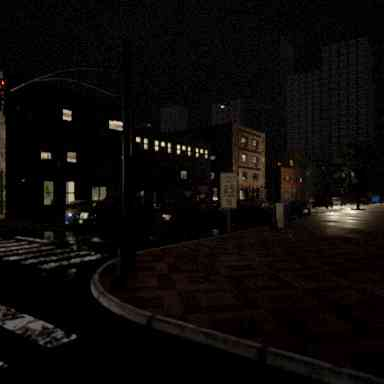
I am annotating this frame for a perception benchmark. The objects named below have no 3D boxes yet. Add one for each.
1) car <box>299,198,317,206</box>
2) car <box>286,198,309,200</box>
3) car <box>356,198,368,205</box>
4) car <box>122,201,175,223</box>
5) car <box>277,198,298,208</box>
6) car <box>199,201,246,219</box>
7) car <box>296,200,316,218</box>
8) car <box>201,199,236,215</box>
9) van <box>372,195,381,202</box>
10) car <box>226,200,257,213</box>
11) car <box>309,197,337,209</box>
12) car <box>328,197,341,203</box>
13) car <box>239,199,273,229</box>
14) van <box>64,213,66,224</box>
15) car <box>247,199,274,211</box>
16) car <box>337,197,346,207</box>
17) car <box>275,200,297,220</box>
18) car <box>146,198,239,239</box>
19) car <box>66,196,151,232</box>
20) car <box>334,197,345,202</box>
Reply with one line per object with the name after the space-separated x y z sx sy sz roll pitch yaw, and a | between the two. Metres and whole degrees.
22.078 1.828 63.158 2.008 1.369 4.403 -1 -1 35 | car
15.181 1.796 48.751 1.895 1.301 4.718 0 0 35 | car
32.111 1.808 62.830 2.008 1.369 4.403 -1 -1 35 | car
-3.446 1.543 27.082 1.967 1.590 4.097 -1 -1 35 | car
15.598 1.754 54.000 1.752 1.417 4.829 -1 -1 35 | car
3.042 1.663 31.761 2.033 1.411 5.357 0 0 35 | car
9.778 1.664 31.263 1.947 1.339 4.313 -1 -1 35 | car
2.935 1.582 36.102 1.967 1.590 4.097 -1 -1 35 | car
44.872 1.701 80.871 1.690 1.788 3.998 -1 -1 35 | van
6.125 1.713 40.610 2.008 1.369 4.403 -1 -1 35 | car
19.536 1.545 49.533 2.097 1.767 4.553 0 0 35 | car
34.840 1.927 81.196 2.008 1.369 4.403 -1 -1 35 | car
3.396 1.374 22.246 2.192 1.841 5.009 -1 -1 35 | car
-6.637 1.426 22.573 1.690 1.788 3.998 -1 -1 35 | van
9.316 1.734 45.120 2.008 1.369 4.403 -1 -1 35 | car
25.403 1.837 57.825 1.895 1.301 4.718 0 0 36 | car
6.587 1.623 26.753 1.887 1.381 4.507 -1 -1 35 | car
0.205 1.356 17.736 2.192 1.841 5.009 -1 -1 35 | car
-4.636 1.289 20.913 2.150 2.045 5.566 0 0 35 | car
38.030 1.948 85.706 1.887 1.381 4.507 -1 -1 35 | car
